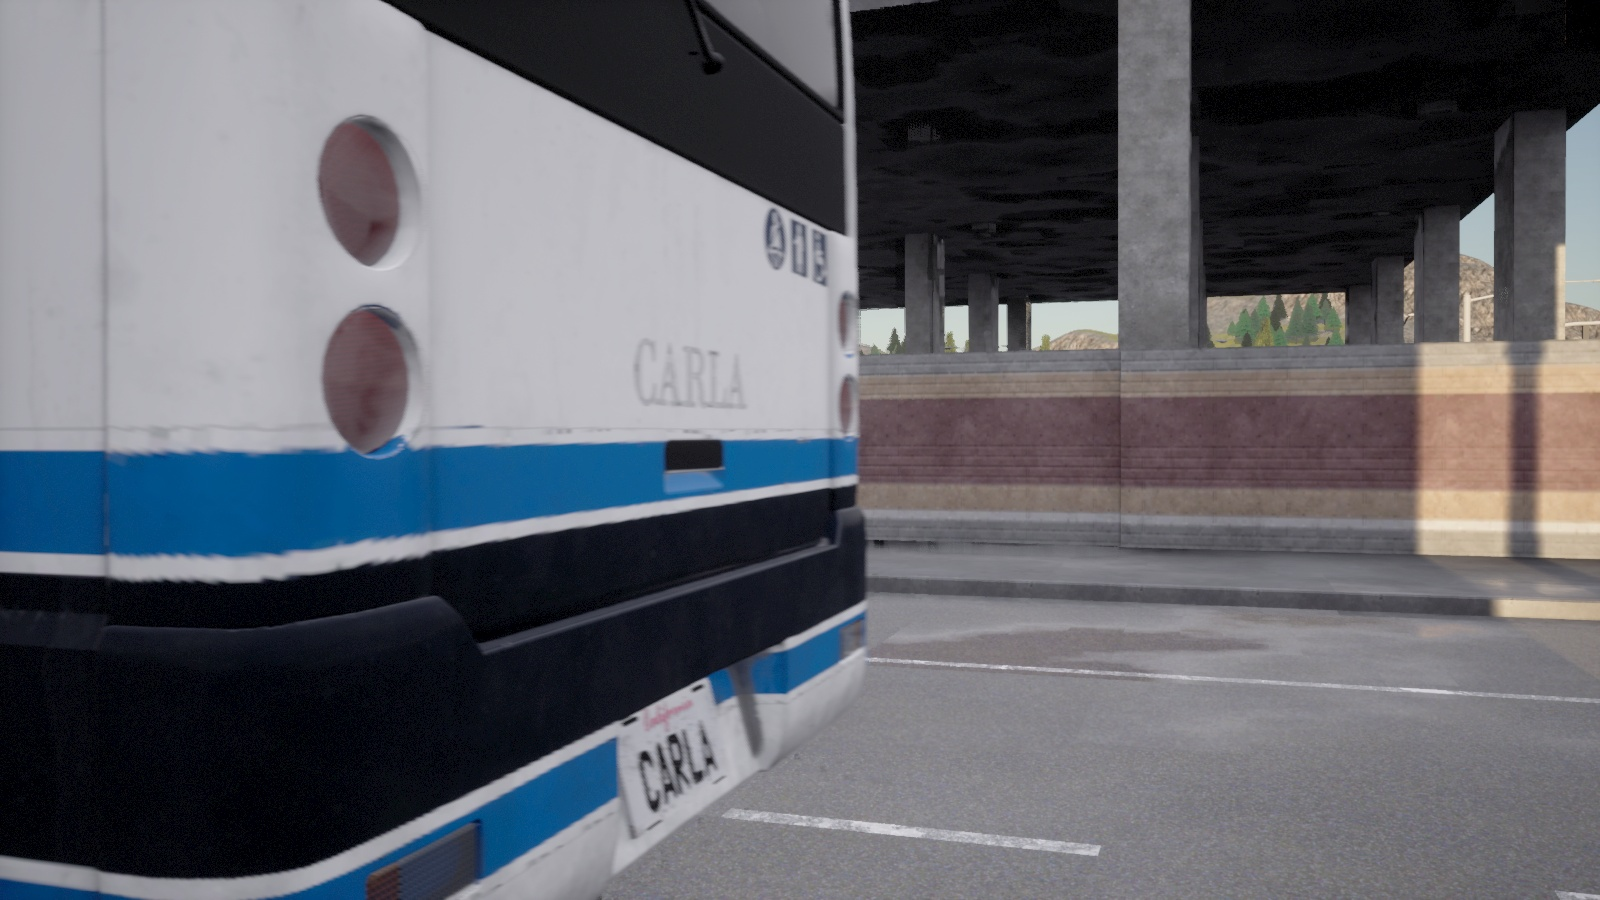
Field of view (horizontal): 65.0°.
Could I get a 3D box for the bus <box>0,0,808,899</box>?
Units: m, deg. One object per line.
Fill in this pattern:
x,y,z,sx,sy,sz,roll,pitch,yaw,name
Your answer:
-5.468,-0.651,5.018,10.273,4.253,3.944,1,1,19,bus
